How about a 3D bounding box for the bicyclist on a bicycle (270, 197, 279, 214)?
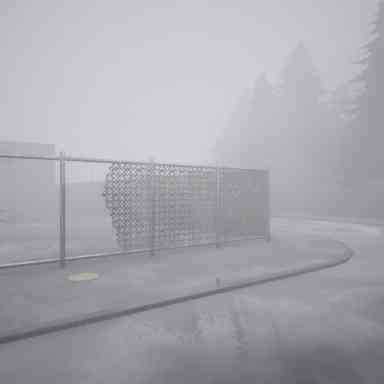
[{"bbox_3d":[7.935,1.349,32.468,1.656,1.620,0.582,0,0,-36],"label":"bicyclist on a bicycle"}]
